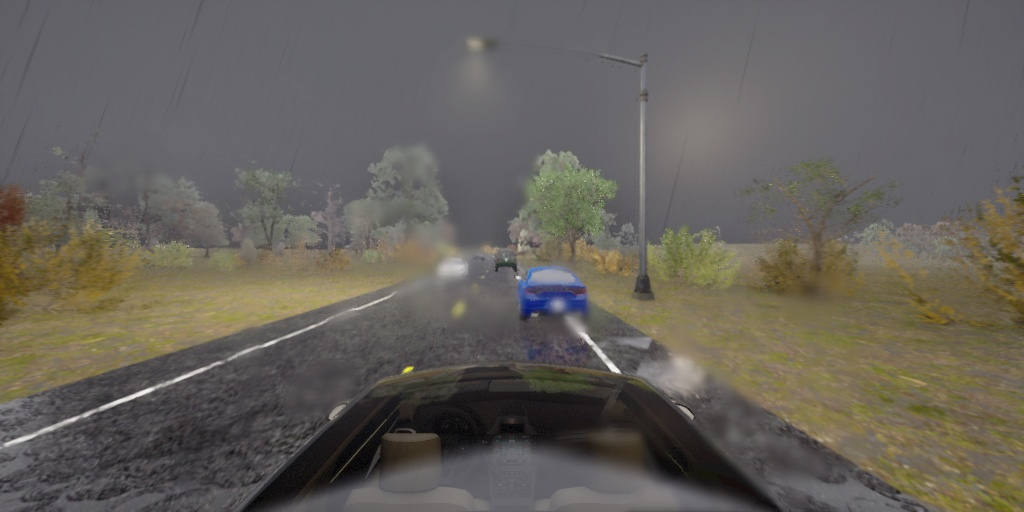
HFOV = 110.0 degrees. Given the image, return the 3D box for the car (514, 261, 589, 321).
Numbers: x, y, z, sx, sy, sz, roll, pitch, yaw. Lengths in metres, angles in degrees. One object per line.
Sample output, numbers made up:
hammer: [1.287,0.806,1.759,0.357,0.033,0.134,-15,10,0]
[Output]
car: [1.164,1.070,11.736,1.882,1.535,5.008,0,1,-1]

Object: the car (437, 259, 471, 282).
car: [-3.923,0.912,24.856,1.812,1.442,4.674,0,1,-1]

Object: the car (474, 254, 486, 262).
car: [-5.752,0.261,64.839,2.033,1.411,5.357,0,1,-4]

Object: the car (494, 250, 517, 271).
car: [-0.640,0.412,36.670,2.150,2.045,5.566,0,1,-2]
